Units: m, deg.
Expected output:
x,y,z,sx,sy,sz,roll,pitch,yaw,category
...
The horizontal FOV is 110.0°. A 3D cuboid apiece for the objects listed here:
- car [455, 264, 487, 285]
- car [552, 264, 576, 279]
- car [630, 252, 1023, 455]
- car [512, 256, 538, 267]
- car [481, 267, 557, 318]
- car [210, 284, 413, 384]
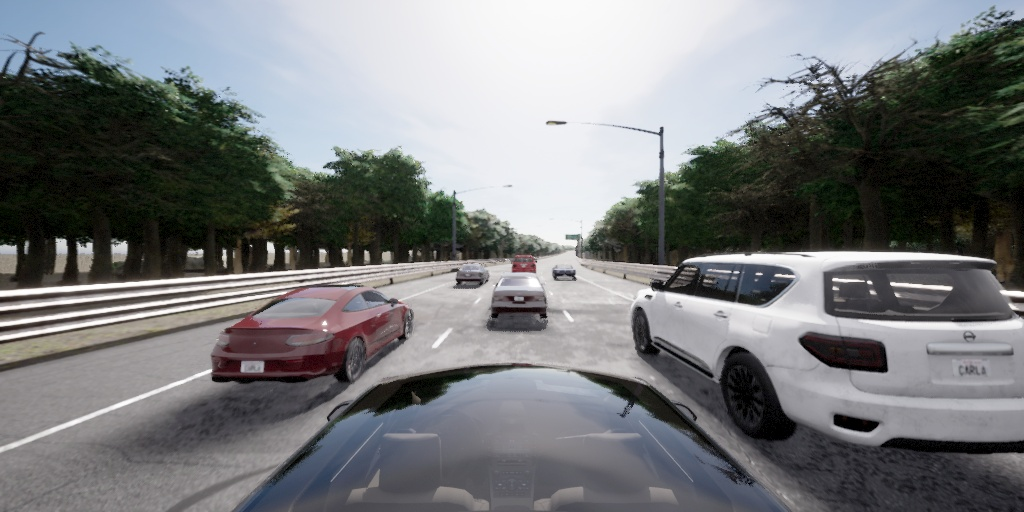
x,y,z,sx,sy,sz,roll,pitch,yaw,category
-2.757,1.298,25.813,2.033,1.411,5.357,0,0,3,car
4.648,1.361,32.599,1.895,1.301,4.718,0,0,4,car
3.642,0.974,5.506,2.150,2.045,5.566,0,0,1,car
1.164,0.978,32.926,2.150,2.045,5.566,0,0,4,car
0.261,1.295,13.008,2.033,1.411,5.357,0,0,1,car
-3.350,1.273,6.957,1.812,1.442,4.674,0,0,0,car
